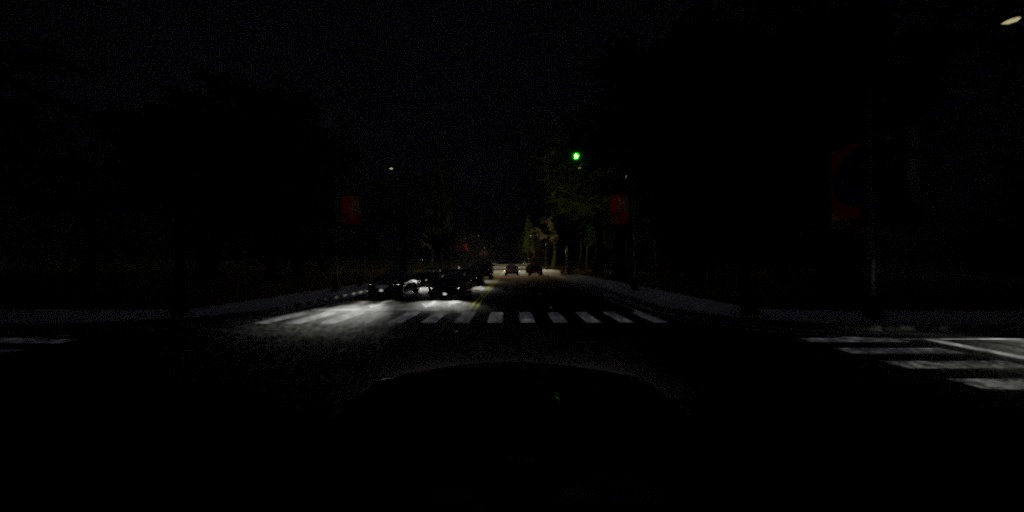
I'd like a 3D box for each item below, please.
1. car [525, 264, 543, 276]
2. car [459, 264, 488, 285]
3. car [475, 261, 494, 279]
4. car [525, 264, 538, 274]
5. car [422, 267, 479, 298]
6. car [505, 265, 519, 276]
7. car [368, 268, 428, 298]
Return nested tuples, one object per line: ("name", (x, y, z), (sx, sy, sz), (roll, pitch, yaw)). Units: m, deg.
("car", (3.261, 1.982, 50.303), (1.837, 1.490, 4.892), (0, -1, 0))
("car", (-3.316, 1.636, 30.129), (1.837, 1.490, 4.892), (0, -1, 0))
("car", (-3.243, 1.533, 40.705), (2.150, 2.045, 5.566), (0, -1, 0))
("car", (3.263, 2.179, 60.653), (1.837, 1.490, 4.892), (0, -1, 0))
("car", (-3.342, 1.543, 20.536), (2.033, 1.411, 5.357), (0, -1, 0))
("car", (0.010, 2.013, 50.435), (1.812, 1.442, 4.674), (0, -1, 0))
("car", (-6.592, 1.495, 20.524), (2.128, 1.511, 4.902), (0, -1, 0))
